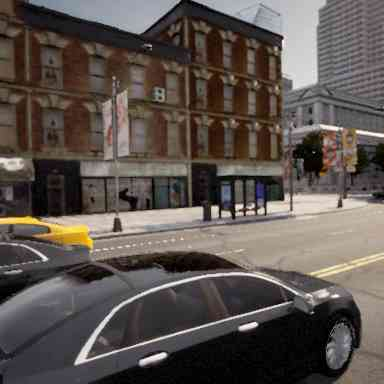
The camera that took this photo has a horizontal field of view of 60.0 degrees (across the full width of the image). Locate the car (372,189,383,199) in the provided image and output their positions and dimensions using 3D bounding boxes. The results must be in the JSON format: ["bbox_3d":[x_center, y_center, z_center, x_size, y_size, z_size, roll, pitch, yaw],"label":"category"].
[{"bbox_3d":[24.694,0.342,42.009,1.895,1.301,4.718,-1,1,7],"label":"car"}]

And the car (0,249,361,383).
[{"bbox_3d":[-0.027,1.447,3.725,4.892,1.490,1.837,-2,1,-35],"label":"car"}]

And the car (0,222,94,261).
[{"bbox_3d":[-4.056,1.513,5.401,4.892,1.490,1.837,-2,1,-35],"label":"car"}]

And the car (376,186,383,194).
[{"bbox_3d":[36.915,-0.347,61.794,2.002,1.452,4.674,-2,1,-16],"label":"car"}]

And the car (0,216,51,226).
[{"bbox_3d":[-5.228,1.457,8.862,5.008,1.535,1.882,-2,1,-35],"label":"car"}]
